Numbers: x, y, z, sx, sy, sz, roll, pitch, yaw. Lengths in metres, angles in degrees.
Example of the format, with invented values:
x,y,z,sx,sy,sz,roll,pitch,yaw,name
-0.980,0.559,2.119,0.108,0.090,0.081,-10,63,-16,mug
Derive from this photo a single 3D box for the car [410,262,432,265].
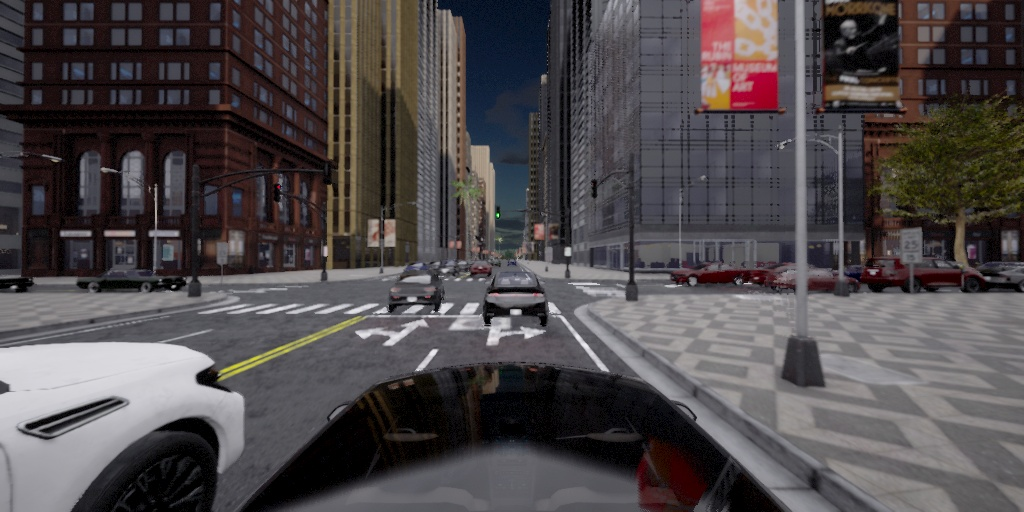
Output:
x,y,z,sx,sy,sz,roll,pitch,yaw,name
-9.829,1.349,37.397,1.812,1.442,4.674,0,0,0,car

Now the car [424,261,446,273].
x,y,z,sx,sy,sz,roll,pitch,yaw,name
-9.817,1.379,46.319,1.812,1.442,4.674,0,0,0,car

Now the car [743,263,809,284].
x,y,z,sx,sy,sz,roll,pitch,yaw,name
16.871,1.161,21.126,5.008,1.535,1.882,0,-1,1,car

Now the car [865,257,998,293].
x,y,z,sx,sy,sz,roll,pitch,yaw,name
20.959,0.962,18.484,5.009,1.841,2.192,0,0,-1,car

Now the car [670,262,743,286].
x,y,z,sx,sy,sz,roll,pitch,yaw,name
13.273,1.199,24.150,5.008,1.535,1.882,0,0,-2,car

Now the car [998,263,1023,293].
x,y,z,sx,sy,sz,roll,pitch,yaw,name
26.596,1.196,18.570,4.313,1.339,1.948,0,0,-1,car

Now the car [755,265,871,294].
x,y,z,sx,sy,sz,roll,pitch,yaw,name
15.320,1.248,18.398,4.207,1.307,1.802,0,0,-1,car

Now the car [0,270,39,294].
x,y,z,sx,sy,sz,roll,pitch,yaw,name
-30.576,1.477,20.439,4.718,1.301,1.895,0,0,0,car

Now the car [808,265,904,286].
x,y,z,sx,sy,sz,roll,pitch,yaw,name
23.190,1.289,24.289,4.718,1.301,1.895,0,0,-1,car

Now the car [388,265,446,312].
x,y,z,sx,sy,sz,roll,pitch,yaw,name
-3.728,1.277,14.303,1.812,1.442,4.674,0,0,-9,car

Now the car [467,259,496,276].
x,y,z,sx,sy,sz,roll,pitch,yaw,name
-3.143,1.176,37.994,2.097,1.767,4.553,0,0,0,car

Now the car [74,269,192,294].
x,y,z,sx,sy,sz,roll,pitch,yaw,name
-21.450,1.436,20.429,4.718,1.301,1.895,0,0,0,car

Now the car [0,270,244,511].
x,y,z,sx,sy,sz,roll,pitch,yaw,name
-3.151,0.974,0.375,2.150,2.045,5.566,0,0,0,car

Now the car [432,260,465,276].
x,y,z,sx,sy,sz,roll,pitch,yaw,name
-6.589,1.315,37.671,2.128,1.511,4.902,0,0,0,car

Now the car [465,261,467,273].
x,y,z,sx,sy,sz,roll,pitch,yaw,name
-6.566,1.381,46.771,1.812,1.442,4.674,0,0,0,car

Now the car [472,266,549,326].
x,y,z,sx,sy,sz,roll,pitch,yaw,name
0.102,1.246,11.713,2.128,1.511,4.902,0,0,0,car
